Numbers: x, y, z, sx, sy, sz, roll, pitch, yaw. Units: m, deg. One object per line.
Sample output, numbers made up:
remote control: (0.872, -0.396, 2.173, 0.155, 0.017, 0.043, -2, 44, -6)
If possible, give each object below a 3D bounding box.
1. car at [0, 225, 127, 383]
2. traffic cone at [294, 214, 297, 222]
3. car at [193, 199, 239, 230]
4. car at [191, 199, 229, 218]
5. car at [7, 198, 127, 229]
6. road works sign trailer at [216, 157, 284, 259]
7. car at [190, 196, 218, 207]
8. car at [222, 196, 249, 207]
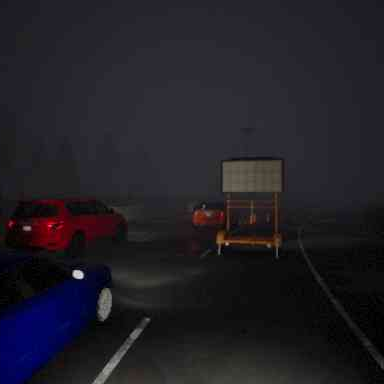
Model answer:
car: (-2.605, 1.478, 4.134, 1.882, 1.535, 5.008, 0, 0, 8)
traffic cone: (7.716, 1.957, 24.819, 0.340, 0.580, 0.340, 0, 0, 18)
car: (1.660, 1.354, 21.318, 2.097, 1.767, 4.553, 0, 0, 19)
car: (1.765, 1.481, 30.905, 1.882, 1.535, 5.008, 0, 0, 24)
car: (-4.501, 1.223, 12.946, 2.150, 2.045, 5.566, 0, 0, 13)
road works sign trailer: (2.339, 0.465, 12.887, 2.380, 3.560, 2.880, 0, 0, 18)
car: (1.929, 1.497, 52.338, 2.128, 1.511, 4.902, 0, 0, 36)
car: (7.070, 1.498, 53.414, 2.128, 1.511, 4.902, 0, 0, 38)
